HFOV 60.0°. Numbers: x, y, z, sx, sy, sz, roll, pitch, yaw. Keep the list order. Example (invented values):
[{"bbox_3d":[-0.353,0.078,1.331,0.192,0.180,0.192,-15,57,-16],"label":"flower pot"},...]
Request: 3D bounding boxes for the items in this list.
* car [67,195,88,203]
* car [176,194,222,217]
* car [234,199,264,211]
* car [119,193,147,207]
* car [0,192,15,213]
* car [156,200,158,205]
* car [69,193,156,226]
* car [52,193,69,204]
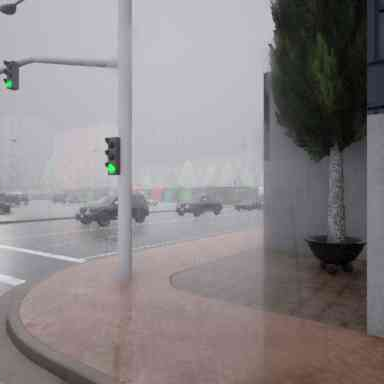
[{"bbox_3d":[-21.392,1.364,62.131,3.905,1.438,1.784,0,0,35],"label":"car"},{"bbox_3d":[0.798,1.221,32.111,2.150,2.045,5.566,0,0,37],"label":"car"},{"bbox_3d":[7.197,1.547,40.625,2.033,1.411,5.357,0,0,37],"label":"car"},{"bbox_3d":[-8.820,1.156,49.684,3.866,1.878,1.905,0,0,35],"label":"car"},{"bbox_3d":[-20.146,1.156,33.658,3.866,1.878,1.905,0,0,35],"label":"car"},{"bbox_3d":[-7.135,1.395,52.039,3.806,1.475,1.970,0,0,35],"label":"car"},{"bbox_3d":[-5.471,1.221,23.707,2.150,2.045,5.566,0,0,36],"label":"car"},{"bbox_3d":[-23.120,1.153,59.806,4.605,1.855,1.932,0,0,35],"label":"car"}]
